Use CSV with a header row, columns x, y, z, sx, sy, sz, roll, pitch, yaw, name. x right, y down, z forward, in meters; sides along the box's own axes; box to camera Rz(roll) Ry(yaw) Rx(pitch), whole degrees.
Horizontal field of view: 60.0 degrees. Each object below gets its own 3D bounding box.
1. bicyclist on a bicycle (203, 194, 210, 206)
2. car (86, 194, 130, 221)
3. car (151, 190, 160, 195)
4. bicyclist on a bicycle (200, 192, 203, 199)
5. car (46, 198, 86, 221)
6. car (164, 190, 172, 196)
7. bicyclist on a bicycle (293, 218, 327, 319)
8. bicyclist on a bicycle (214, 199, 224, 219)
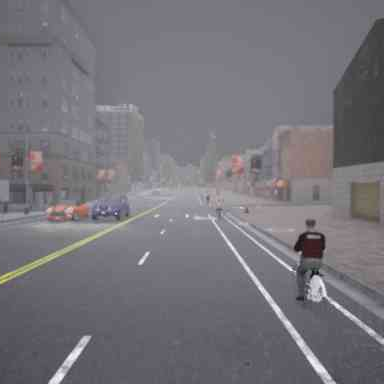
x,y,z,sx,sy,sz,roll,pitch,yaw,name
2.275,1.213,47.905,0.659,1.776,1.843,1,-2,0,bicyclist on a bicycle
-6.536,1.186,27.372,2.150,2.045,5.566,0,0,1,car
-9.747,0.202,89.555,1.994,1.385,4.181,0,1,0,car
2.250,0.839,73.992,0.866,1.612,1.509,0,1,0,bicyclist on a bicycle
-9.797,1.317,26.551,2.097,1.767,4.553,0,0,1,car
-6.497,0.245,89.526,1.895,1.301,4.718,0,1,0,car
2.249,1.374,6.519,0.659,1.776,1.843,0,0,0,bicyclist on a bicycle
2.220,1.400,27.122,0.866,1.612,1.509,0,0,0,bicyclist on a bicycle
